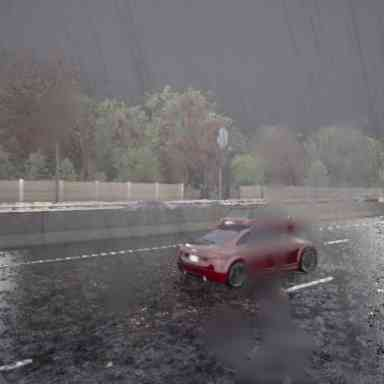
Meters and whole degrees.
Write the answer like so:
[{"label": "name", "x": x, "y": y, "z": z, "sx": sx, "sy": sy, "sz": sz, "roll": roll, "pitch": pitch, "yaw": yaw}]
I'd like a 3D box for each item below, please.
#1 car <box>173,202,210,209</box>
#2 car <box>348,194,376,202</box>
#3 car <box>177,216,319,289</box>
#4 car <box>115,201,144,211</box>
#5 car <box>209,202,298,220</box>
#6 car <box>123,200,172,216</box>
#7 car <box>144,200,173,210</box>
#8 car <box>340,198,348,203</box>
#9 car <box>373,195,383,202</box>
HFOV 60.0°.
[{"label": "car", "x": 1.200, "y": 1.615, "z": 26.616, "sx": 4.892, "sy": 1.490, "sz": 1.837, "roll": 0, "pitch": 0, "yaw": -36}, {"label": "car", "x": 28.993, "y": 1.379, "z": 55.557, "sx": 5.566, "sy": 2.045, "sz": 2.150, "roll": 0, "pitch": 0, "yaw": -36}, {"label": "car", "x": 1.668, "y": 1.599, "z": 9.351, "sx": 4.181, "sy": 1.385, "sz": 1.994, "roll": 0, "pitch": 0, "yaw": -36}, {"label": "car", "x": -4.518, "y": 1.697, "z": 31.104, "sx": 5.357, "sy": 1.411, "sz": 2.033, "roll": 0, "pitch": 0, "yaw": -36}, {"label": "car", "x": 3.321, "y": 1.404, "z": 14.907, "sx": 4.553, "sy": 1.767, "sz": 2.097, "roll": 0, "pitch": 0, "yaw": -36}, {"label": "car", "x": -4.691, "y": 1.673, "z": 35.315, "sx": 4.892, "sy": 1.490, "sz": 1.837, "roll": 0, "pitch": 0, "yaw": -36}, {"label": "car", "x": -1.149, "y": 1.677, "z": 29.236, "sx": 5.357, "sy": 1.411, "sz": 2.033, "roll": 0, "pitch": 0, "yaw": -36}, {"label": "car", "x": 28.110, "y": 1.740, "z": 59.239, "sx": 4.181, "sy": 1.385, "sz": 1.994, "roll": 0, "pitch": 0, "yaw": -36}, {"label": "car", "x": 31.360, "y": 1.617, "z": 52.969, "sx": 5.008, "sy": 1.535, "sz": 1.882, "roll": 0, "pitch": 0, "yaw": -36}]
